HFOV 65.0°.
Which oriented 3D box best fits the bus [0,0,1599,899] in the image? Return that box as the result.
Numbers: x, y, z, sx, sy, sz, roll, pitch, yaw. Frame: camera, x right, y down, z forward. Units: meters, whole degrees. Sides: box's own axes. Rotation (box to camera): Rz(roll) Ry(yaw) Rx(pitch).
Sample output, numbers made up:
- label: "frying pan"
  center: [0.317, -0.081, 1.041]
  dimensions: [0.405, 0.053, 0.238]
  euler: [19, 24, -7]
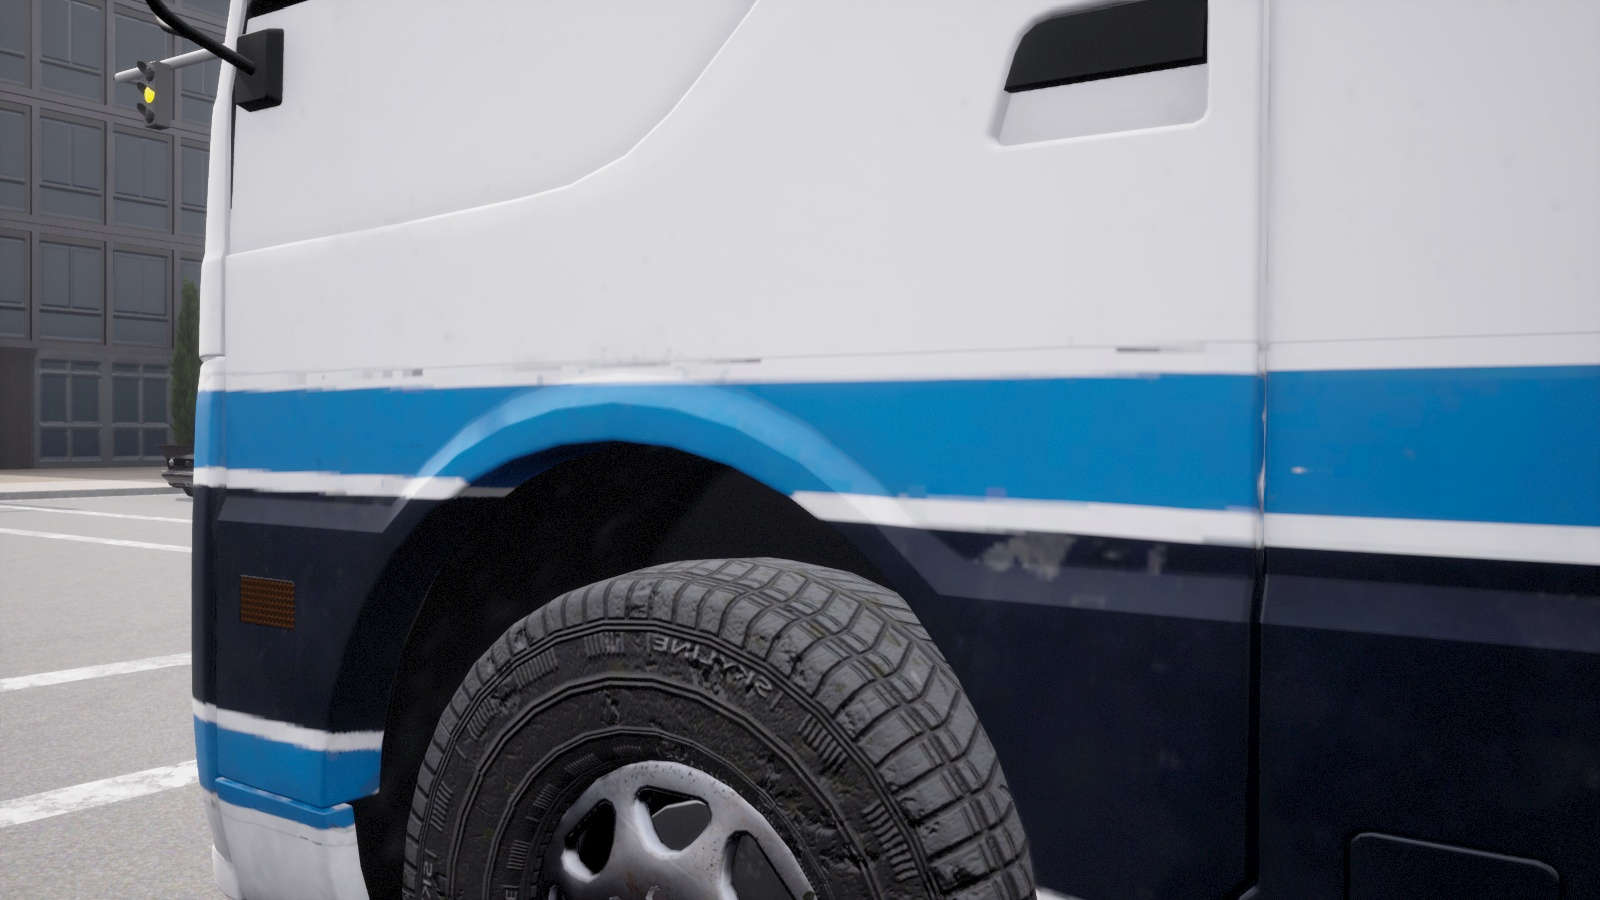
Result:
- label: "bus"
  center: [3.120, -0.694, 1.523]
  dimensions: [10.273, 4.253, 3.944]
  euler: [0, 1, 34]

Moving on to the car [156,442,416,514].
- label: "car"
  center: [-10.509, 0.516, 26.022]
  dimensions: [1.895, 1.301, 4.718]
  euler: [0, 1, 34]
